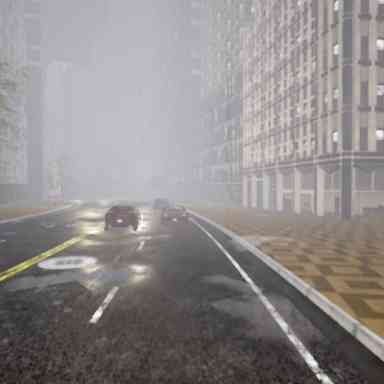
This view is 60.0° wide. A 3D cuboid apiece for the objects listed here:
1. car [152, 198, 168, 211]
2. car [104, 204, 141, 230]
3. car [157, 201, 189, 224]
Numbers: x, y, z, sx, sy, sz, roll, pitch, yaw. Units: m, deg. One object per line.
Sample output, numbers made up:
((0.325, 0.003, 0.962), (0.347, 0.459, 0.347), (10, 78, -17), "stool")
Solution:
((-3.896, 1.458, 41.228), (1.882, 1.535, 5.008), (0, 0, -10), "car")
((-4.312, 1.476, 21.189), (1.882, 1.535, 5.008), (0, 0, -5), "car")
((-1.403, 1.586, 24.681), (1.895, 1.301, 4.718), (0, 0, -6), "car")
